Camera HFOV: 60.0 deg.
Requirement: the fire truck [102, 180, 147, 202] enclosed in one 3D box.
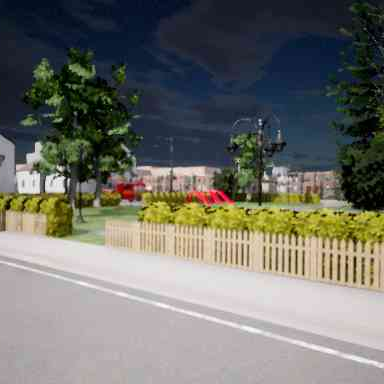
[{"bbox_3d":[-11.819,-0.143,58.692,2.891,3.827,8.468,1,0,35],"label":"fire truck"}]
